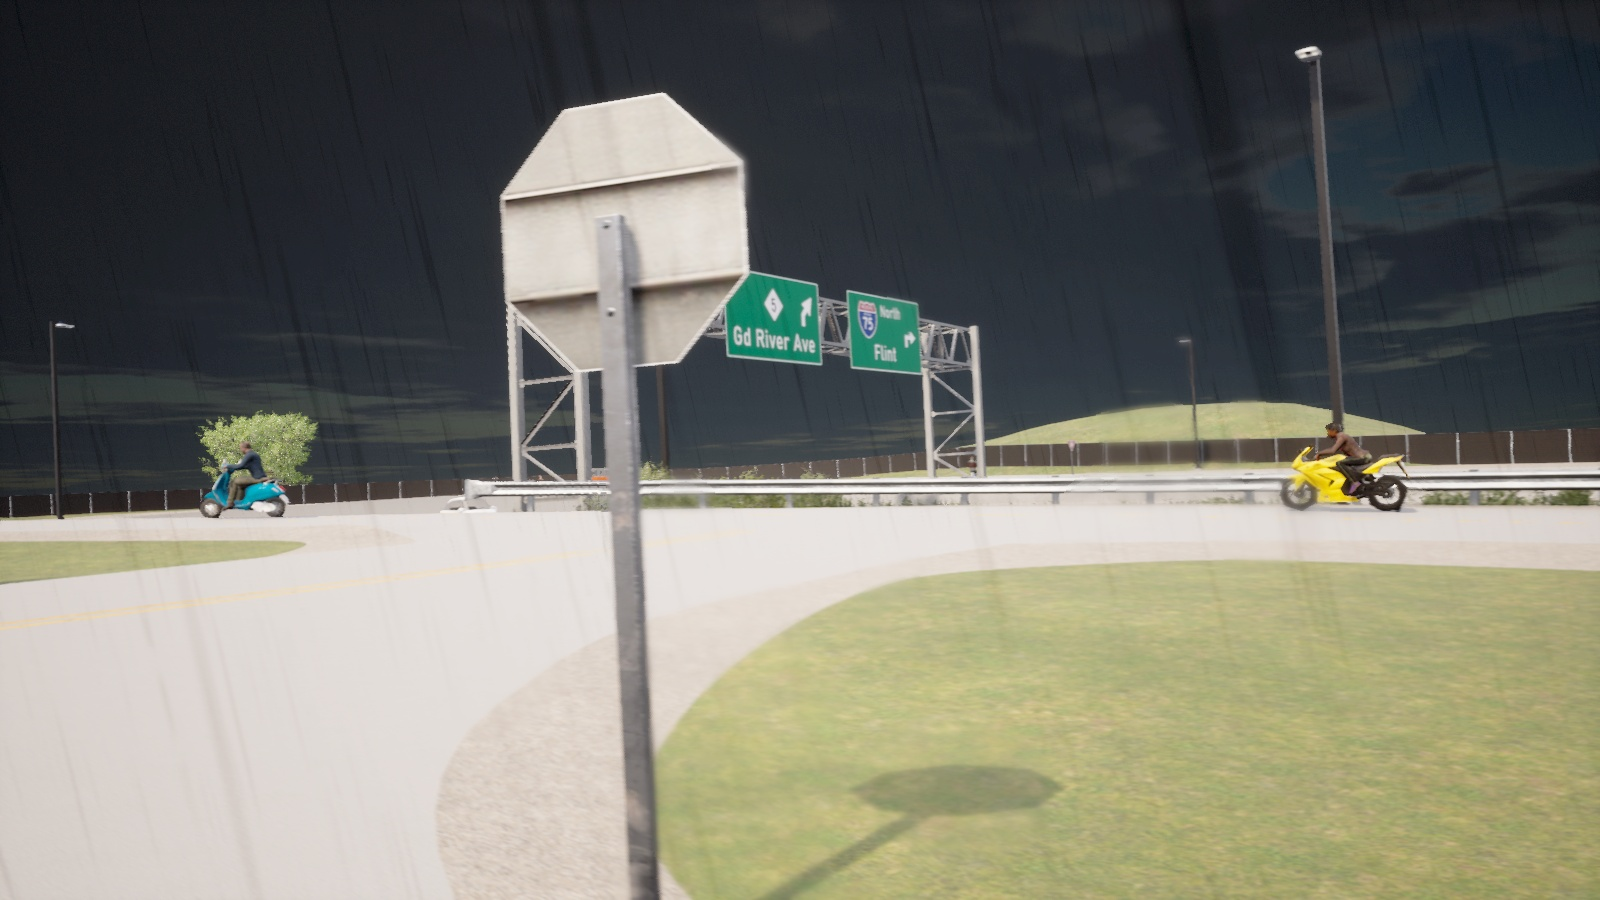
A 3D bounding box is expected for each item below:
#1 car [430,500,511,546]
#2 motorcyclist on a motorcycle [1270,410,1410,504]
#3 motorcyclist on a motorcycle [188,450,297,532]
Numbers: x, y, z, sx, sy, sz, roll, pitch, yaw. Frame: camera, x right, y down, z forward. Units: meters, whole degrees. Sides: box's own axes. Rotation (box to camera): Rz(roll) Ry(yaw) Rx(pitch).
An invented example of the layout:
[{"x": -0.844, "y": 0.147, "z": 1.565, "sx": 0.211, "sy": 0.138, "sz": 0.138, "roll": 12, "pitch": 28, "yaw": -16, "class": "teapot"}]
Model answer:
[{"x": -11.009, "y": 2.439, "z": 41.914, "sx": 2.207, "sy": 1.376, "sz": 1.481, "roll": -4, "pitch": -1, "yaw": 35, "class": "car"}, {"x": 9.187, "y": 0.132, "z": 21.375, "sx": 2.044, "sy": 1.523, "sz": 0.797, "roll": -2, "pitch": 1, "yaw": 32, "class": "motorcyclist on a motorcycle"}, {"x": -11.464, "y": 0.835, "z": 25.878, "sx": 1.817, "sy": 1.590, "sz": 0.866, "roll": -2, "pitch": -1, "yaw": 0, "class": "motorcyclist on a motorcycle"}]
